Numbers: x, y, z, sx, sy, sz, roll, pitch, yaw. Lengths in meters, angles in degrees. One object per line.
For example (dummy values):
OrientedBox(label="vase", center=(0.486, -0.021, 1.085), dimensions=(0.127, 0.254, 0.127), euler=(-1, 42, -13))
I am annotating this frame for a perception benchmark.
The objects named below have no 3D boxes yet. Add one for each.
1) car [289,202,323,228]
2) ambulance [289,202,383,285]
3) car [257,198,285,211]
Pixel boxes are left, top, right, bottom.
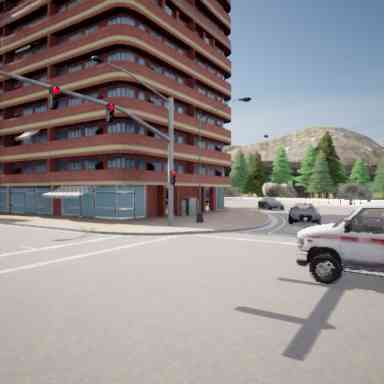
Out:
OrientedBox(label="car", center=(7.681, 1.489, 22.702), dimensions=(1.994, 1.385, 4.181), euler=(0, 0, 17))
OrientedBox(label="ambulance", center=(5.691, 1.009, 7.436), dimensions=(6.366, 2.431, 2.351), euler=(0, 0, 33))
OrientedBox(label="car", center=(9.057, 1.428, 38.595), dimensions=(1.812, 1.442, 4.674), euler=(0, 0, -10))
